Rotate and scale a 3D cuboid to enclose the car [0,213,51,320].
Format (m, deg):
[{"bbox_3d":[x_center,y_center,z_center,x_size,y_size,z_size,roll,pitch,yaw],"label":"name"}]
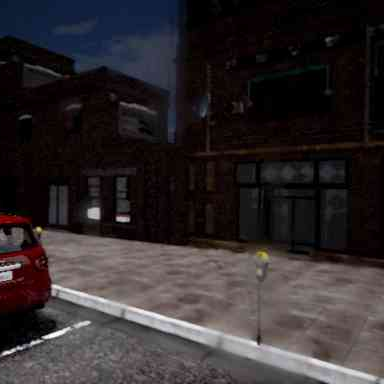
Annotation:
[{"bbox_3d":[-4.673,1.307,6.188,5.009,1.841,2.192,0,1,36],"label":"car"}]
